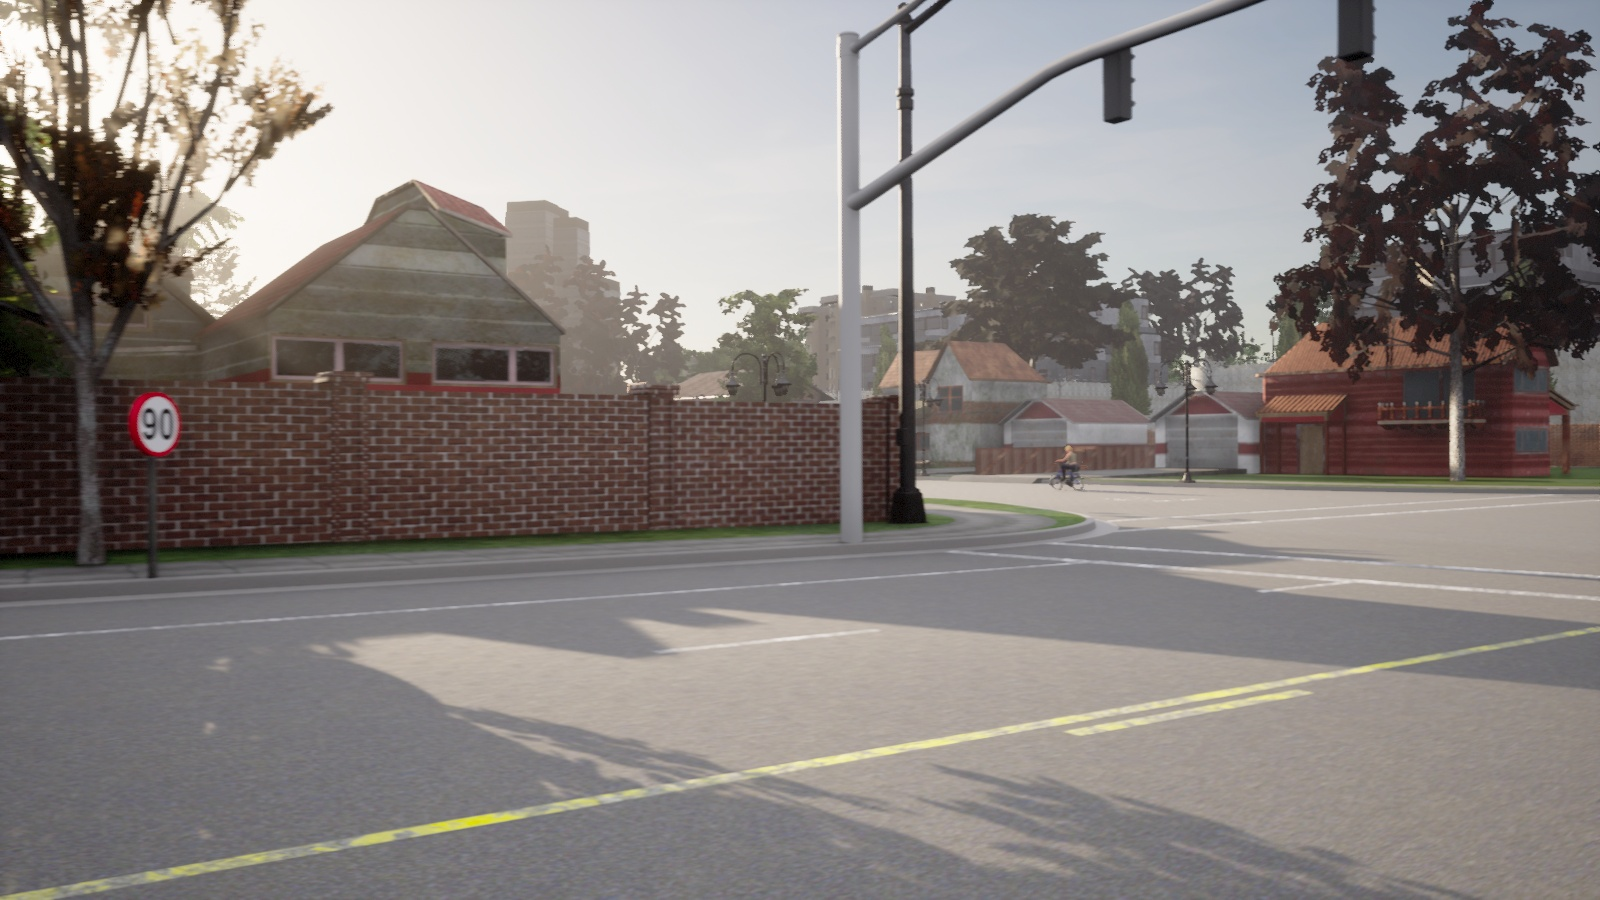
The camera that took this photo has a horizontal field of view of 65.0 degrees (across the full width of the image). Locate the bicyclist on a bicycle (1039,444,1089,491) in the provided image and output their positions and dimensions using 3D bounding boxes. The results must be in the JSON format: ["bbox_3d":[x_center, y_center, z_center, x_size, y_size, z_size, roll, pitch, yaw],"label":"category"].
[{"bbox_3d":[9.352,0.612,44.494,0.866,1.612,1.509,-1,0,-36],"label":"bicyclist on a bicycle"}]
